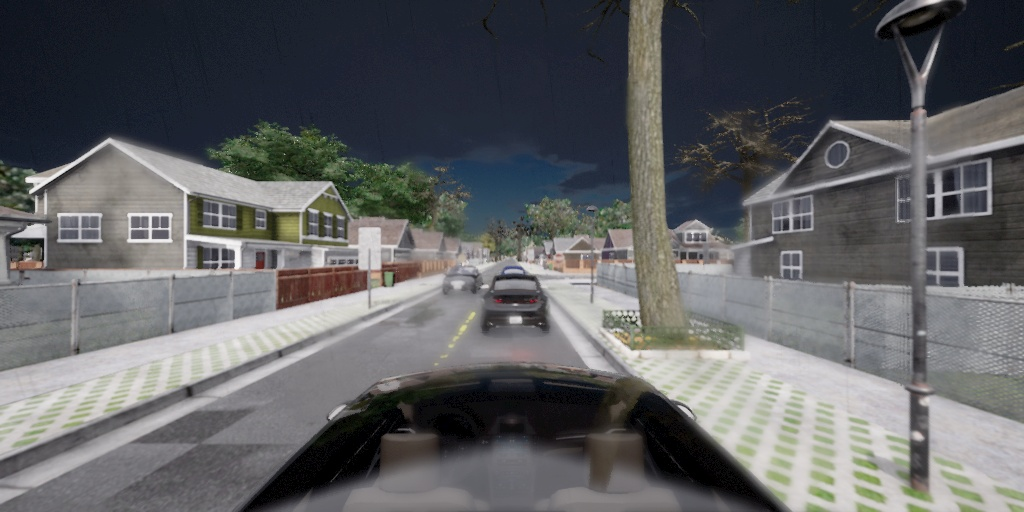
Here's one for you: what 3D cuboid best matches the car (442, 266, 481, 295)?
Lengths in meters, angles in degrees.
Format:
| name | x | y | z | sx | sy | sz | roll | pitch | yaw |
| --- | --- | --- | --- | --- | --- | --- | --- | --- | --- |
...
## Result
| name | x | y | z | sx | sy | sz | roll | pitch | yaw |
| --- | --- | --- | --- | --- | --- | --- | --- | --- | --- |
| car | -2.754 | 1.332 | 20.645 | 2.128 | 1.511 | 4.902 | 0 | 0 | 0 |

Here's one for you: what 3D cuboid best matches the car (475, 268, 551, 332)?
| name | x | y | z | sx | sy | sz | roll | pitch | yaw |
| --- | --- | --- | --- | --- | --- | --- | --- | --- | --- |
| car | 0.099 | 1.300 | 11.034 | 1.837 | 1.490 | 4.892 | 0 | 0 | 0 |

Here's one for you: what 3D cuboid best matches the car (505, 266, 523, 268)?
| name | x | y | z | sx | sy | sz | roll | pitch | yaw |
| --- | --- | --- | --- | --- | --- | --- | --- | --- | --- |
| car | 0.100 | 1.375 | 22.928 | 1.812 | 1.442 | 4.674 | 0 | 0 | 0 |
